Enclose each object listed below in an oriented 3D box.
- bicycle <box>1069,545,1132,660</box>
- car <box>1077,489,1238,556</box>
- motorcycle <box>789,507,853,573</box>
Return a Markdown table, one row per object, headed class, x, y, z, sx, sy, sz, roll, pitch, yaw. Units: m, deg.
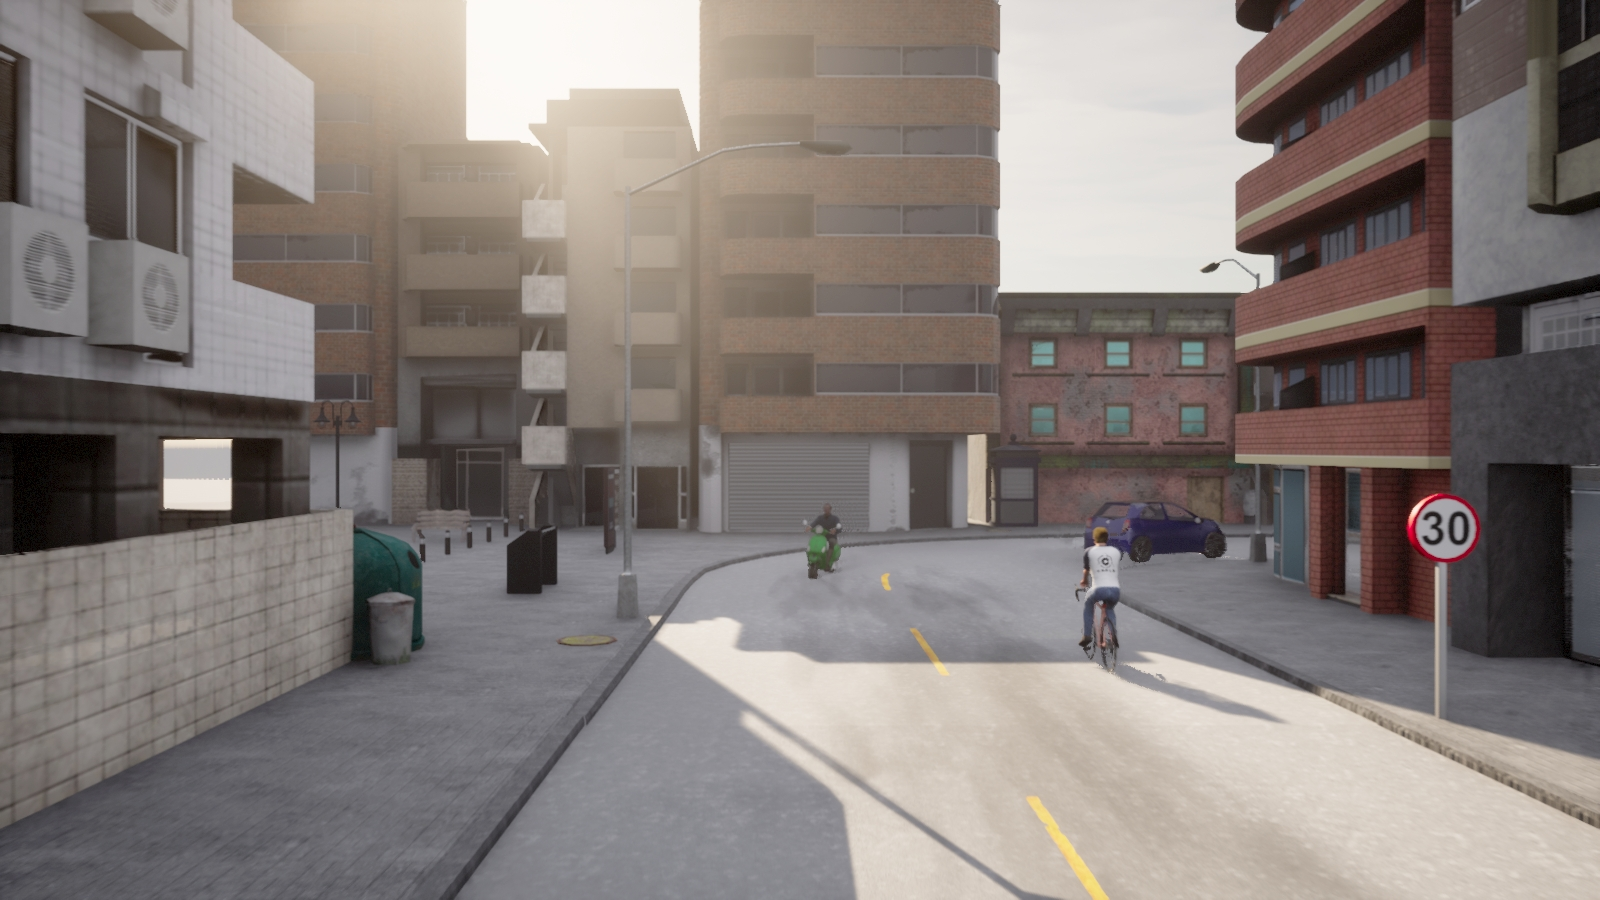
| class | x | y | z | sx | sy | sz | roll | pitch | yaw |
| --- | --- | --- | --- | --- | --- | --- | --- | --- | --- |
| bicycle | 3.858 | 1.925 | 14.759 | 0.373 | 1.296 | 1.643 | 0 | -1 | 0 |
| car | 9.078 | 1.797 | 29.012 | 3.633 | 1.501 | 1.845 | 0 | -1 | -28 |
| motorcycle | 0.479 | 1.945 | 24.989 | 0.856 | 1.236 | 1.805 | 3 | 1 | 19 |
